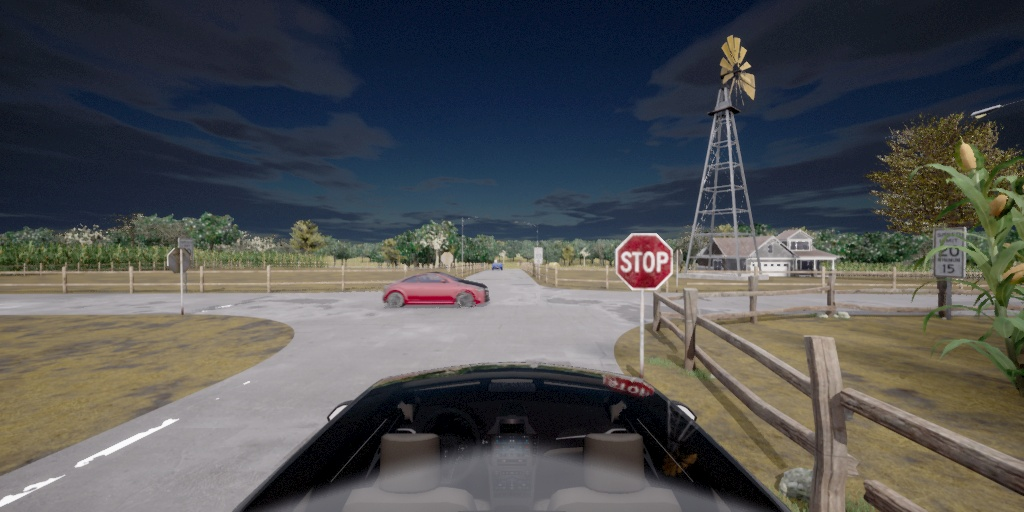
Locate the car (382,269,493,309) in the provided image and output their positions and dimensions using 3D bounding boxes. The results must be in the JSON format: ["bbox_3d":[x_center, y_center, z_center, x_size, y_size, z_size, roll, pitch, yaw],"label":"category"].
[{"bbox_3d":[-3.018,1.336,14.551,4.181,1.385,1.994,0,0,0],"label":"car"}]
